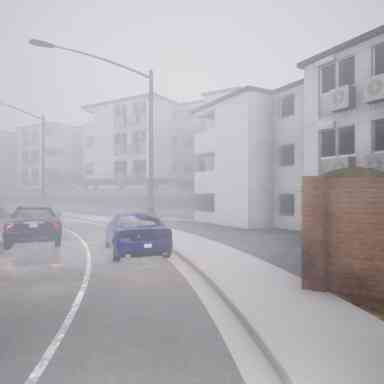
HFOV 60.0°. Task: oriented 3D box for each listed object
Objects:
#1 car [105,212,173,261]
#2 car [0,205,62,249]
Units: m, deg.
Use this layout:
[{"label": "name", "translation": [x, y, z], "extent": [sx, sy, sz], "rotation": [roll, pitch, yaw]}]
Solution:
[{"label": "car", "translation": [-2.142, 1.478, 12.425], "extent": [1.882, 1.535, 5.008], "rotation": [0, 0, -19]}, {"label": "car", "translation": [-7.053, 1.352, 14.933], "extent": [2.097, 1.767, 4.553], "rotation": [0, 0, -24]}]
